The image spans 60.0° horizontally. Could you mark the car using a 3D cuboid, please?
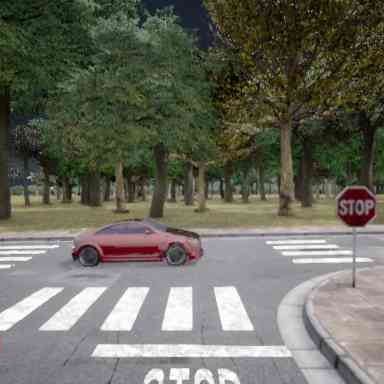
[{"bbox_3d":[-1.738,1.584,10.985,4.181,1.385,1.994,-1,1,0],"label":"car"}]
